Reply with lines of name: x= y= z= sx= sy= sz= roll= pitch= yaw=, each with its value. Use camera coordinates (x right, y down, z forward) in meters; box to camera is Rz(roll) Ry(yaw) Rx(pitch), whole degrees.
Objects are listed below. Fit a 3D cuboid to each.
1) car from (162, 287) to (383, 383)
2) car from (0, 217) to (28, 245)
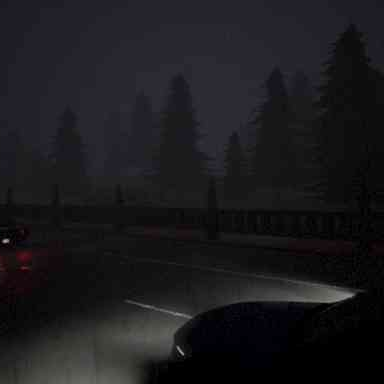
car: x=1.894 y=1.525 z=2.641 sx=4.674 sy=1.442 sz=1.812 roll=-1 pitch=0 yaw=36
car: x=-9.516 y=1.761 z=15.076 sx=4.718 sy=1.301 sz=1.895 roll=-1 pitch=0 yaw=35
